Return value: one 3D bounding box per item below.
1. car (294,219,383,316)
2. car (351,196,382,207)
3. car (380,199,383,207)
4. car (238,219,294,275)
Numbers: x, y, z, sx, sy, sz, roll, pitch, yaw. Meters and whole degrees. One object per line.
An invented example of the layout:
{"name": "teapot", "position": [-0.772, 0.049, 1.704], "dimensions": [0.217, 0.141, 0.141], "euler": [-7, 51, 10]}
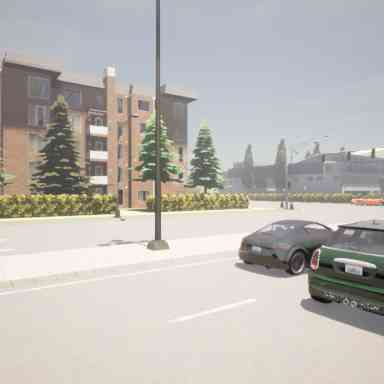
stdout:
{"name": "car", "position": [4.505, 1.352, 6.944], "dimensions": [4.553, 1.767, 2.097], "euler": [0, 0, -36]}
{"name": "car", "position": [27.306, 1.352, 51.791], "dimensions": [4.553, 1.767, 2.097], "euler": [0, 0, 8]}
{"name": "car", "position": [11.496, 1.352, 16.264], "dimensions": [4.553, 1.767, 2.097], "euler": [0, 0, -36]}
{"name": "car", "position": [3.445, 1.564, 10.479], "dimensions": [4.181, 1.385, 1.994], "euler": [0, 0, -36]}
